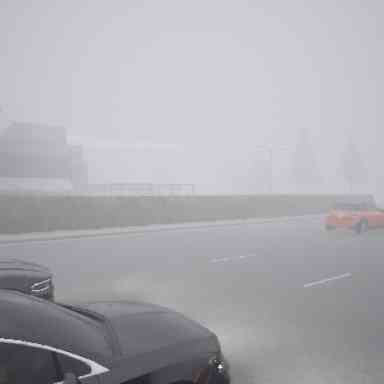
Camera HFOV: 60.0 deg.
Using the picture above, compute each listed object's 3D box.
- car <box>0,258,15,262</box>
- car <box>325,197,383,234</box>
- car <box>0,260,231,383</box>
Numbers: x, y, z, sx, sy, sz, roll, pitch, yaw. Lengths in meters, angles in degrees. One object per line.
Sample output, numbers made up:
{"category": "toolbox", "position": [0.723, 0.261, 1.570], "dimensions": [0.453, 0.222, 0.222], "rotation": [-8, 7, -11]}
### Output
{"category": "car", "position": [-4.653, 1.477, 4.728], "dimensions": [5.008, 1.535, 1.882], "rotation": [0, 0, -35]}
{"category": "car", "position": [9.798, 1.352, 19.328], "dimensions": [4.553, 1.767, 2.097], "rotation": [0, 0, -35]}
{"category": "car", "position": [-1.888, 1.505, 2.400], "dimensions": [4.892, 1.490, 1.837], "rotation": [0, 0, -35]}
